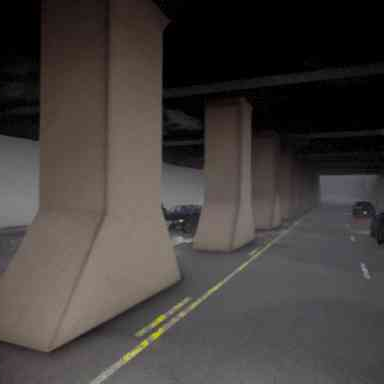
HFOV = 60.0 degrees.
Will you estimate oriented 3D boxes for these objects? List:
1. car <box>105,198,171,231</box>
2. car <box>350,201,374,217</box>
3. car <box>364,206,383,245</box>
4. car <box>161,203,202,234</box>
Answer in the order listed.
[{"bbox_3d":[-3.334,1.339,21.543,2.097,1.767,4.553,1,0,23],"label":"car"},{"bbox_3d":[17.208,1.696,33.483,1.837,1.490,4.892,1,0,23],"label":"car"},{"bbox_3d":[9.637,1.652,15.764,2.033,1.411,5.357,1,0,23],"label":"car"},{"bbox_3d":[-0.421,1.504,19.460,2.128,1.511,4.902,1,0,23],"label":"car"}]
